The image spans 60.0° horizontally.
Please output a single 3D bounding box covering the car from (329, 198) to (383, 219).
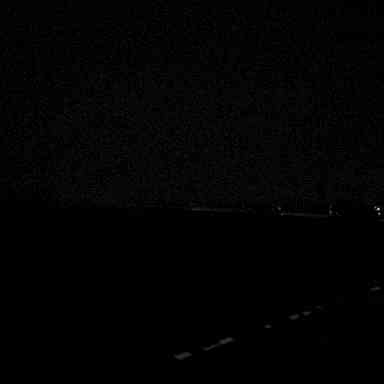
[{"bbox_3d":[14.364,1.343,28.750,2.097,1.767,4.553,1,-1,-38],"label":"car"}]

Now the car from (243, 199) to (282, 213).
[{"bbox_3d":[7.949,1.566,37.532,2.128,1.511,4.902,1,-1,-36],"label":"car"}]

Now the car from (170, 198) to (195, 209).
[{"bbox_3d":[-1.497,1.716,50.678,2.128,1.511,4.902,1,-1,-35],"label":"car"}]
